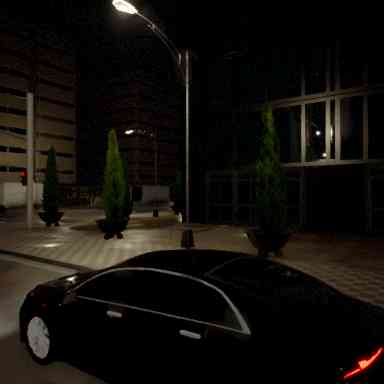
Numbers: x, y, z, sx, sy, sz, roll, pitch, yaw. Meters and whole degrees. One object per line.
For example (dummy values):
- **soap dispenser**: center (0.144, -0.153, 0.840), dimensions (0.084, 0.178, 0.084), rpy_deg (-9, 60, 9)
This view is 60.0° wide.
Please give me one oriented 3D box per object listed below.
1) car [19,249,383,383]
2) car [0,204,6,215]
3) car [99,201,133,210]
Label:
- **car**: center (-0.271, 1.502, 4.186), dimensions (4.892, 1.490, 1.837), rpy_deg (-1, -1, 36)
- **car**: center (-19.583, 1.560, 30.179), dimensions (1.837, 1.490, 4.892), rpy_deg (0, 0, 35)
- **car**: center (-9.984, 1.533, 43.775), dimensions (1.882, 1.535, 5.008), rpy_deg (0, 0, 35)
